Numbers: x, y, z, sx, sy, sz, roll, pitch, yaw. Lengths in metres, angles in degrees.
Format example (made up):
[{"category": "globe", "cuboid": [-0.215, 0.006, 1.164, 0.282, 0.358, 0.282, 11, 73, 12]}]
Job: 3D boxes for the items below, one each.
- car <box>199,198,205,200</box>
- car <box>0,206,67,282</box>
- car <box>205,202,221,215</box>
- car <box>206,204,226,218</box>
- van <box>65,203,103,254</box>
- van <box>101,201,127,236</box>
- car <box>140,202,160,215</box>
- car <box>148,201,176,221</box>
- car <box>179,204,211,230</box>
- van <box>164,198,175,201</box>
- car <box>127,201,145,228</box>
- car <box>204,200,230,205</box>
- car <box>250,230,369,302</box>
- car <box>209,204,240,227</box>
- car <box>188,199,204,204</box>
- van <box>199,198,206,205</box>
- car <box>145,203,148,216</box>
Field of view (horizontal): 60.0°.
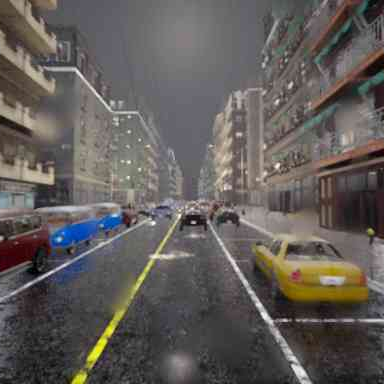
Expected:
[{"category": "car", "cuboid": [2.599, 2.480, 74.749, 1.887, 1.381, 4.507, 1, -1, 0]}, {"category": "car", "cuboid": [-5.282, 1.410, 8.292, 2.192, 1.841, 5.009, 2, -1, 0]}, {"category": "car", "cuboid": [2.595, 2.026, 42.439, 1.752, 1.417, 4.829, 2, -1, 0]}, {"category": "car", "cuboid": [2.593, 2.010, 36.604, 1.802, 1.307, 4.206, 2, -1, 0]}, {"category": "van", "cuboid": [-5.283, 1.503, 13.955, 1.690, 1.788, 3.998, 2, -1, 0]}, {"category": "van", "cuboid": [-5.282, 1.569, 19.620, 1.690, 1.788, 3.998, 2, -1, 0]}, {"category": "car", "cuboid": [-5.285, 2.050, 42.276, 2.008, 1.369, 4.403, 2, -1, 0]}, {"category": "car", "cuboid": [-2.758, 1.895, 31.725, 1.812, 1.442, 4.674, 0, -1, 0]}, {"category": "car", "cuboid": [0.106, 1.796, 23.288, 1.812, 1.442, 4.674, 0, -1, 0]}, {"category": "van", "cuboid": [-5.274, 2.279, 74.848, 1.690, 1.788, 3.998, 2, -1, 0]}, {"category": "car", "cuboid": [-5.280, 1.609, 25.286, 2.192, 1.841, 5.009, 2, -1, 0]}, {"category": "car", "cuboid": [2.599, 1.675, 30.943, 2.192, 1.841, 5.009, 2, -1, 0]}, {"category": "car", "cuboid": [2.590, 1.622, 8.453, 1.752, 1.417, 4.829, 2, -1, 0]}, {"category": "car", "cuboid": [2.592, 1.844, 25.276, 2.008, 1.369, 4.403, 2, -1, 0]}, {"category": "car", "cuboid": [0.108, 1.922, 39.571, 1.801, 1.575, 5.366, 0, -1, 0]}, {"category": "van", "cuboid": [2.605, 2.436, 85.824, 1.690, 1.788, 3.998, 1, -1, 0]}, {"category": "car", "cuboid": [-5.287, 1.995, 36.611, 1.947, 1.339, 4.313, 2, -1, 0]}]
